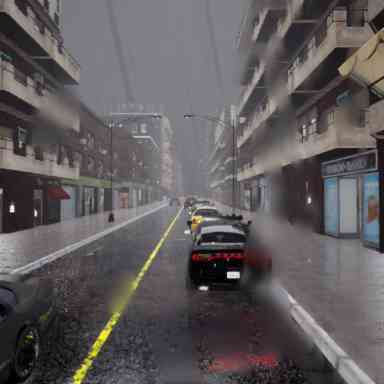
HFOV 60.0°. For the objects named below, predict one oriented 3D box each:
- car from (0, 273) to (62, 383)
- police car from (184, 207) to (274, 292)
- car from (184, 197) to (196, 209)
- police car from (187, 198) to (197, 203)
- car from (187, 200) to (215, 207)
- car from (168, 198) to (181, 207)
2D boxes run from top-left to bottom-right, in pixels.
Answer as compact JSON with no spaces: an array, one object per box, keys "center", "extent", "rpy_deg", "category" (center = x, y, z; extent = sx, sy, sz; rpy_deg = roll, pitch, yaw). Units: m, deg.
[{"center":[-2.853,1.549,2.661],"extent":[2.033,1.411,5.357],"rpy_deg":[0,0,0],"category":"car"},{"center":[0.812,1.437,9.138],"extent":[1.930,1.638,5.238],"rpy_deg":[0,0,0],"category":"police car"},{"center":[-0.050,1.504,47.599],"extent":[2.097,1.767,4.553],"rpy_deg":[0,0,0],"category":"car"},{"center":[0.785,1.485,25.141],"extent":[1.930,1.638,5.238],"rpy_deg":[0,0,0],"category":"police car"},{"center":[0.795,1.494,19.221],"extent":[1.801,1.575,5.366],"rpy_deg":[0,0,0],"category":"car"},{"center":[-2.841,1.711,55.608],"extent":[1.812,1.442,4.674],"rpy_deg":[0,0,0],"category":"car"}]
